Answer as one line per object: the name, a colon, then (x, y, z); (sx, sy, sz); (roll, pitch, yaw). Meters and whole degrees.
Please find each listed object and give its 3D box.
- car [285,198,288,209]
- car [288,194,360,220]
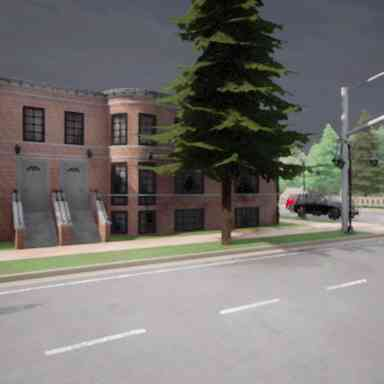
car: (11.967, 1.197, 33.636); (2.150, 2.045, 5.566); (0, 0, -30)
car: (11.153, 1.198, 28.060); (2.150, 2.045, 5.566); (0, 0, -28)
